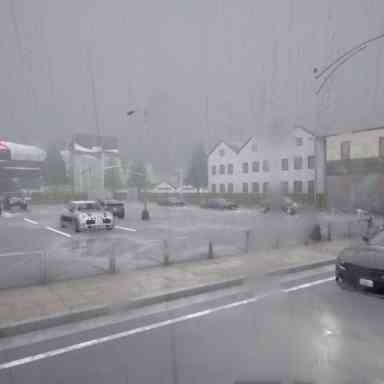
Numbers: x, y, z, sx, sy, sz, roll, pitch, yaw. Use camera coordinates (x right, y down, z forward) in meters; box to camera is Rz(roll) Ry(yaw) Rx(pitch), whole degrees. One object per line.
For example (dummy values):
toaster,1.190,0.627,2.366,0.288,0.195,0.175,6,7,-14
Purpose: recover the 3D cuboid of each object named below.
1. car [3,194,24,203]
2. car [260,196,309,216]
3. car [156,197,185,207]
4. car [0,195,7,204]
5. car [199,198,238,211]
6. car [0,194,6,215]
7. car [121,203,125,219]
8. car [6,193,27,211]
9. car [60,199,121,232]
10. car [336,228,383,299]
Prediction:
car,-39.270,1.325,73.021,3.866,1.878,1.905,0,0,-36
car,8.460,1.169,30.600,2.097,1.767,4.553,0,0,-35
car,-3.078,1.364,46.860,2.033,1.411,5.357,0,0,-35
car,-39.497,1.493,65.892,4.611,1.667,2.242,0,0,-36
car,2.925,1.364,38.366,2.033,1.411,5.357,0,0,-36
car,-18.223,1.112,29.628,1.932,1.855,4.605,0,0,-36
car,-6.749,1.311,25.535,2.007,1.523,4.514,0,0,-36
car,-20.135,1.090,37.938,1.905,1.878,3.866,0,0,-36
car,-5.620,1.246,17.672,1.970,1.475,3.806,0,0,-36
car,5.394,1.475,7.881,5.008,1.535,1.882,0,0,-36
